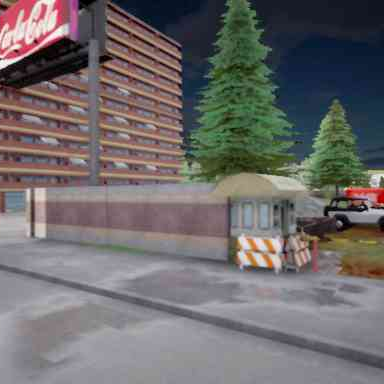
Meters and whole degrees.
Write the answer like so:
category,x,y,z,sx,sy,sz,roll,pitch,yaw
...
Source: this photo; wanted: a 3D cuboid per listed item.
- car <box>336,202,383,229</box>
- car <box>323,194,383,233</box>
category,x,y,z,sx,sy,sz,roll,pitch,yaw
car,11.048,1.359,19.803,4.193,1.474,1.816,-1,0,35
car,9.109,1.173,17.744,3.866,1.878,1.905,-1,0,35
